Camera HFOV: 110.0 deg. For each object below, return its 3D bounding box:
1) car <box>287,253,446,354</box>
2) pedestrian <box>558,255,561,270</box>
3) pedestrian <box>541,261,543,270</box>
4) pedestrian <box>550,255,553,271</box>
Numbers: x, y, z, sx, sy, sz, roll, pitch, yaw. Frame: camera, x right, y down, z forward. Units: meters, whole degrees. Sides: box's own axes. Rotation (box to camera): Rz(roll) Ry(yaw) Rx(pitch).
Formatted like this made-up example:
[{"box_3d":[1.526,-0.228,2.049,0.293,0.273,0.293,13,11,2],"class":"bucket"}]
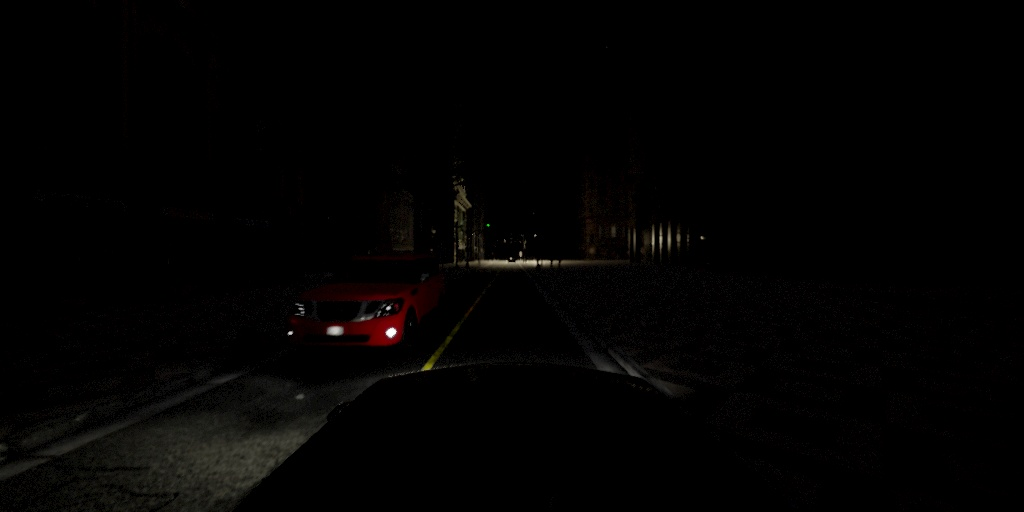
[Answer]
[{"box_3d":[-3.101,0.943,9.045,2.150,2.045,5.566,0,0,0],"class":"car"},{"box_3d":[5.620,0.752,42.440,0.375,1.860,0.375,0,0,0],"class":"pedestrian"},{"box_3d":[3.619,0.765,43.039,0.375,1.860,0.375,0,0,0],"class":"pedestrian"},{"box_3d":[4.620,0.763,41.840,0.375,1.860,0.375,0,0,0],"class":"pedestrian"}]
